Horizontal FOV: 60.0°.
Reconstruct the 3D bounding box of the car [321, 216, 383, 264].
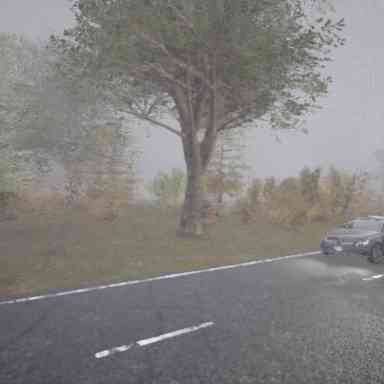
[{"bbox_3d":[6.820,1.658,12.540,4.674,1.442,1.812,1,-1,-35],"label":"car"}]
